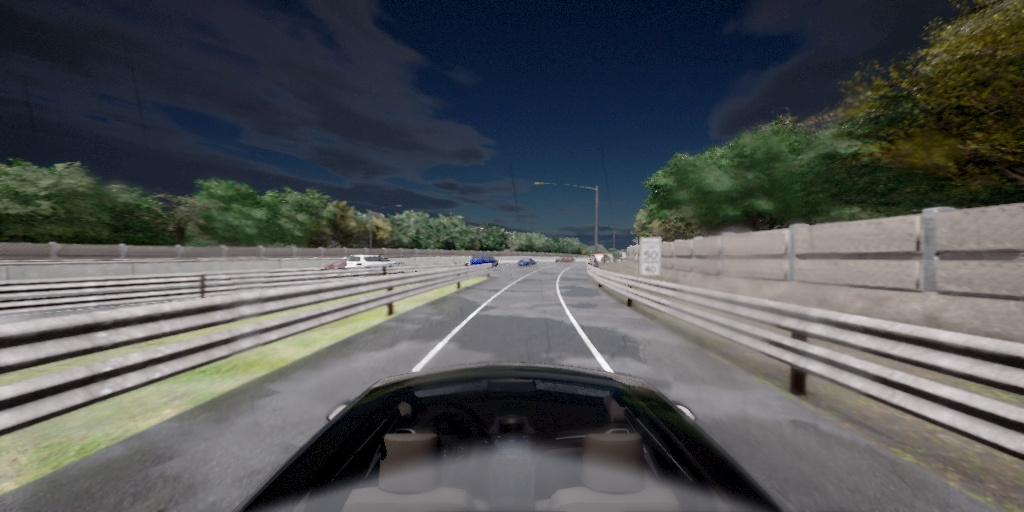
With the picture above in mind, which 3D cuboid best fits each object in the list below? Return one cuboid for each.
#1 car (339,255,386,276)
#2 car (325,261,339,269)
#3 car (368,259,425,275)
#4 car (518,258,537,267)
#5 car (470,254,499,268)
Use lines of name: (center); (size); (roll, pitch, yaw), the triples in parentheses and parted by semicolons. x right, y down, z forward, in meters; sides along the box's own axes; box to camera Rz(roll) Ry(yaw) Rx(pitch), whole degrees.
car: (-13.464, 0.911, 34.986); (2.150, 2.045, 5.566); (1, 1, 26)
car: (-16.616, 1.184, 36.514); (1.812, 1.442, 4.674); (1, 1, 26)
car: (-10.336, 1.284, 33.424); (2.033, 1.411, 5.357); (1, 1, 26)
car: (2.559, 1.040, 59.625); (1.812, 1.442, 4.674); (0, 1, 26)
car: (-4.089, 0.794, 54.021); (2.150, 2.045, 5.566); (1, 1, 26)
